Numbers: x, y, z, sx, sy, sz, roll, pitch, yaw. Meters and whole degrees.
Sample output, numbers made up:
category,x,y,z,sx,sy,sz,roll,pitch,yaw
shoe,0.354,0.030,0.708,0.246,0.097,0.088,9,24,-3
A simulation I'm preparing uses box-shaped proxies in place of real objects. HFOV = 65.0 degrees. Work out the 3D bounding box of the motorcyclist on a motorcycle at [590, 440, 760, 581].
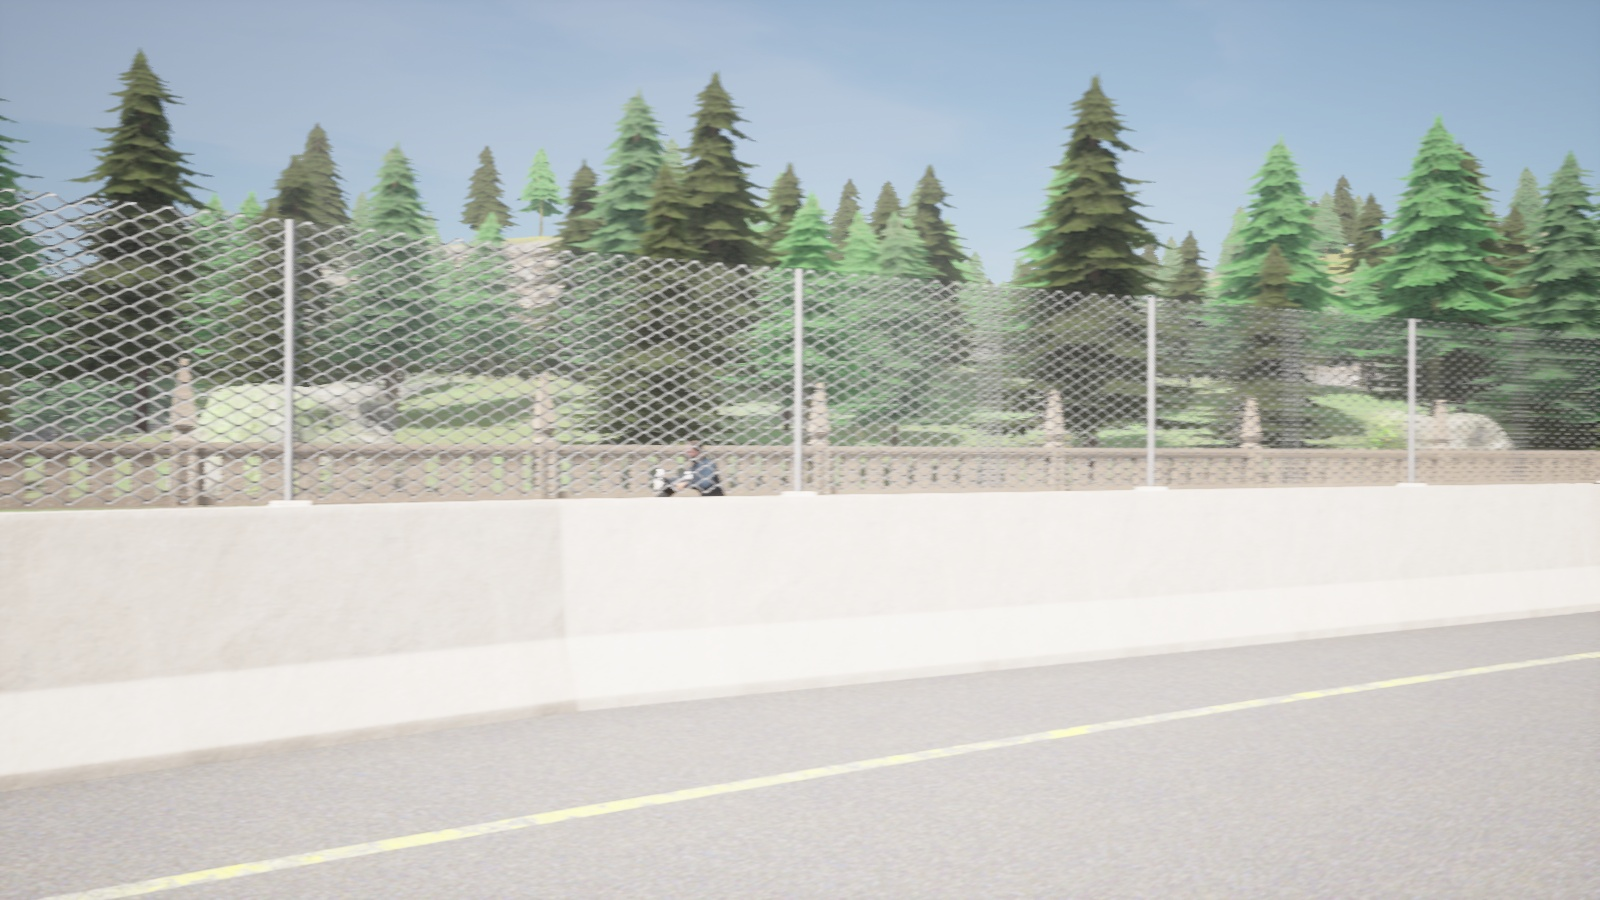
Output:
category,x,y,z,sx,sy,sz,roll,pitch,yaw
motorcyclist on a motorcycle,-1.494,0.684,15.055,1.817,1.590,0.866,0,1,-31
